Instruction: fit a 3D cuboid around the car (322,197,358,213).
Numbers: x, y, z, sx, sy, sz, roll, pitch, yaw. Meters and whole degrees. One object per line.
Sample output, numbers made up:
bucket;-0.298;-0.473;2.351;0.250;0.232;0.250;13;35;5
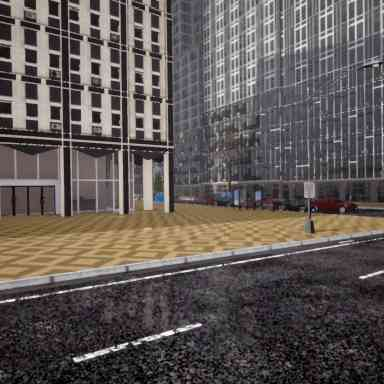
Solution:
car;14.656;1.315;34.629;1.882;1.535;5.008;-1;1;-34

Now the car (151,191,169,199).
car;-7.536;0.615;77.609;2.192;1.841;5.009;0;1;-34

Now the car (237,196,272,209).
car;7.796;1.388;39.935;1.802;1.307;4.206;0;1;-34

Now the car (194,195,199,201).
car;2.046;1.044;63.508;1.802;1.307;4.206;0;1;-34

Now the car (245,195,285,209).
car;9.256;1.228;42.579;1.882;1.535;5.008;-1;1;-34

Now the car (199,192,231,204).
car;3.602;1.011;50.885;2.097;1.767;4.553;-1;1;-35

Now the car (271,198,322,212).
car;10.976;1.424;35.221;1.947;1.339;4.313;0;1;-34

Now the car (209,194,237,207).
car;4.650;1.320;44.668;1.947;1.339;4.313;0;1;-34

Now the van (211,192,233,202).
van;5.239;0.855;58.804;1.690;1.788;3.998;0;1;-34

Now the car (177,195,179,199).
car;-4.342;0.936;72.911;1.802;1.307;4.206;0;1;-34

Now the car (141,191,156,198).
car;-10.730;0.687;82.312;1.967;1.590;4.097;0;1;-34

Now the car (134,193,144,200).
car;-11.274;1.040;68.203;2.008;1.369;4.403;0;1;-34

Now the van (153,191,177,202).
van;-4.886;0.937;58.798;1.690;1.788;3.998;0;1;-34

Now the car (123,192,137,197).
car;-17.117;0.689;91.715;2.008;1.369;4.403;0;1;-34
